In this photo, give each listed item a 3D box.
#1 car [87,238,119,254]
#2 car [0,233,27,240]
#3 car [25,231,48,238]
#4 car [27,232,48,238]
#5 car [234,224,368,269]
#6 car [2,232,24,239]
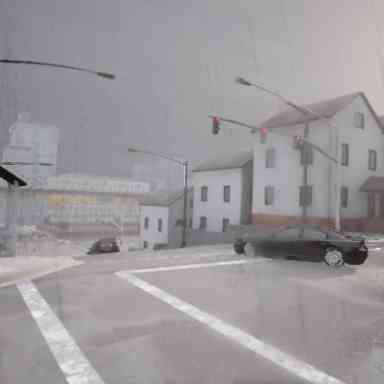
[{"bbox_3d":[-10.011,6.596,37.056,2.150,2.045,5.566,2,-20,-35],"label":"car"},{"bbox_3d":[-42.248,10.398,78.369,2.038,1.542,4.974,1,-2,19],"label":"car"},{"bbox_3d":[-38.337,10.488,82.070,4.536,1.218,1.853,2,-2,-6],"label":"car"},{"bbox_3d":[-38.291,10.647,82.071,4.974,1.542,2.038,2,-2,-6],"label":"car"},{"bbox_3d":[4.173,2.000,13.236,5.008,1.535,1.882,1,0,26],"label":"car"},{"bbox_3d":[-42.227,10.243,78.423,1.853,1.218,4.536,1,-2,19],"label":"car"}]
